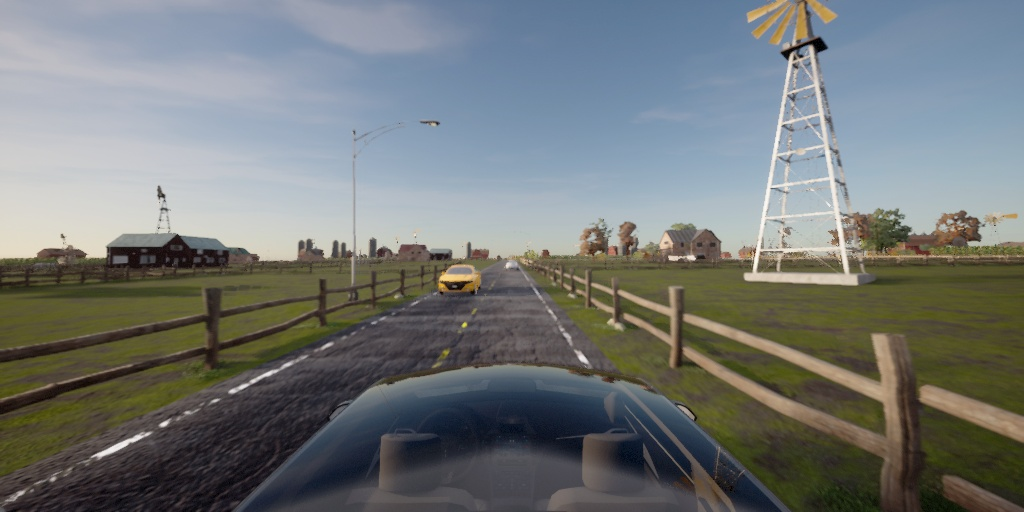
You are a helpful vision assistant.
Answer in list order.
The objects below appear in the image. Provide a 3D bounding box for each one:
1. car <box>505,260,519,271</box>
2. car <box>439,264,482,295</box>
[{"bbox_3d":[0.009,1.324,51.133,1.812,1.442,4.674,0,0,0],"label":"car"},{"bbox_3d":[-2.795,1.245,20.144,1.882,1.535,5.008,0,0,1],"label":"car"}]
